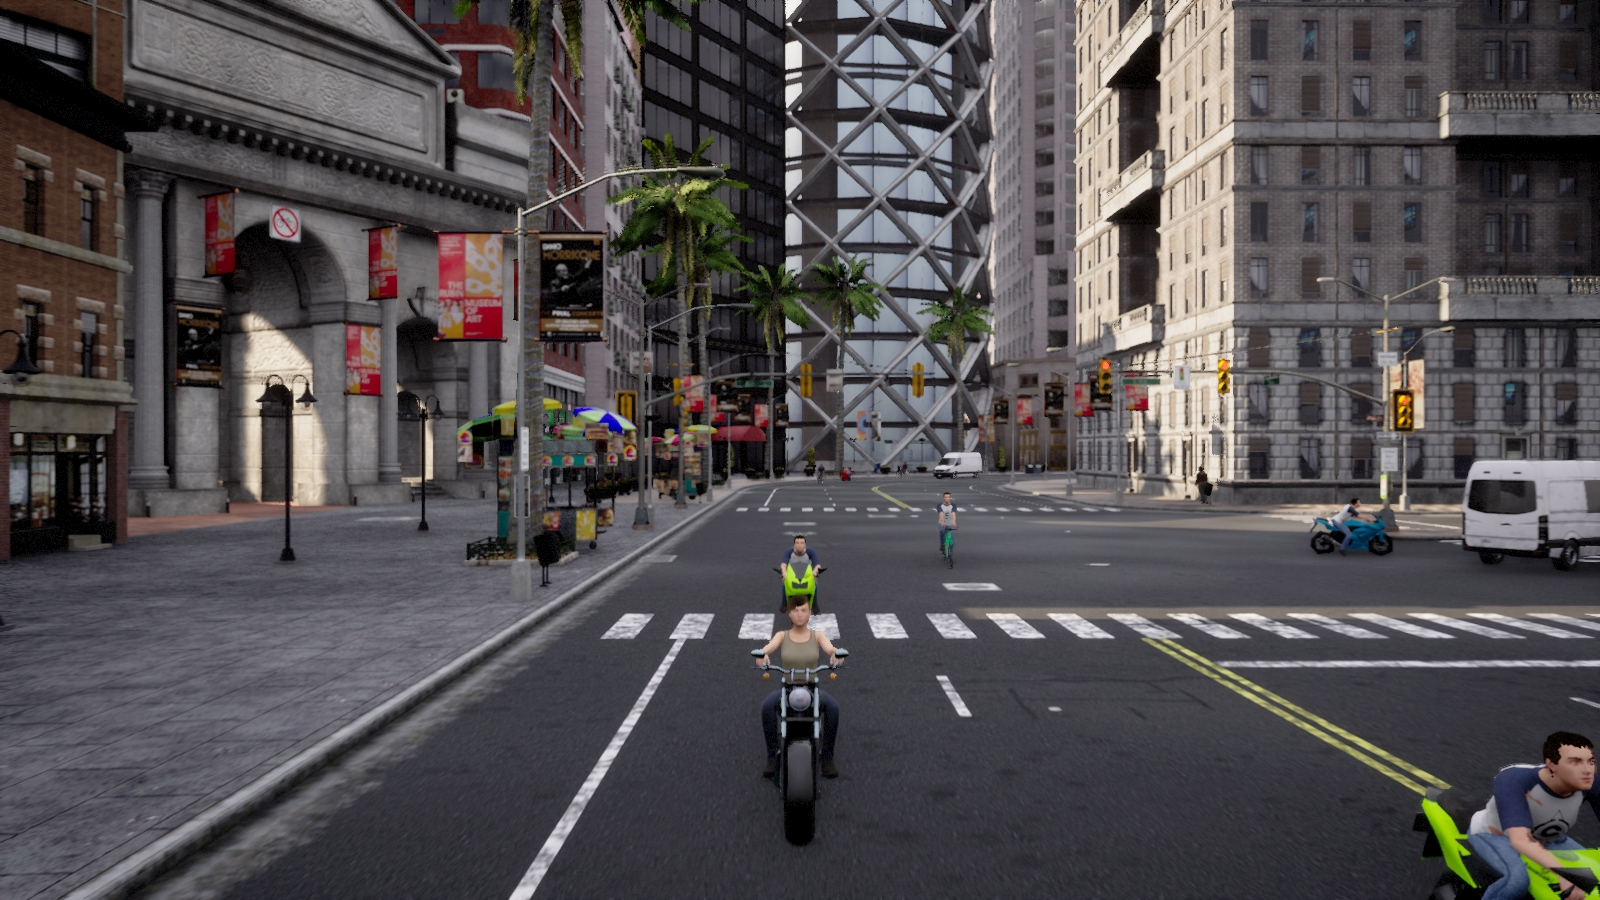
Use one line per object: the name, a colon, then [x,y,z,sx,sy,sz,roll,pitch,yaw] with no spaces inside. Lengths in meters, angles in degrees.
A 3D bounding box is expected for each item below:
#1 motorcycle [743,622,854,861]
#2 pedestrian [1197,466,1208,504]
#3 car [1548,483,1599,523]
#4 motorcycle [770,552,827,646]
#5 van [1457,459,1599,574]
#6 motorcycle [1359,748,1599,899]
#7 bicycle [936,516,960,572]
motorcycle: [-0.010,2.170,9.001,0.764,1.277,2.356,0,0,0]
pedestrian: [19.561,1.696,55.482,0.375,1.860,0.375,0,0,-6]
car: [31.897,2.065,44.587,4.193,1.474,1.816,0,0,0]
motorcycle: [-0.020,2.213,17.275,0.803,1.145,2.033,0,0,0]
van: [18.980,1.534,28.331,5.915,2.561,1.988,0,0,-30]
motorcycle: [3.479,2.213,5.274,0.803,1.145,2.033,0,0,0]
bicycle: [3.500,2.206,27.091,0.373,1.196,1.643,0,0,0]
